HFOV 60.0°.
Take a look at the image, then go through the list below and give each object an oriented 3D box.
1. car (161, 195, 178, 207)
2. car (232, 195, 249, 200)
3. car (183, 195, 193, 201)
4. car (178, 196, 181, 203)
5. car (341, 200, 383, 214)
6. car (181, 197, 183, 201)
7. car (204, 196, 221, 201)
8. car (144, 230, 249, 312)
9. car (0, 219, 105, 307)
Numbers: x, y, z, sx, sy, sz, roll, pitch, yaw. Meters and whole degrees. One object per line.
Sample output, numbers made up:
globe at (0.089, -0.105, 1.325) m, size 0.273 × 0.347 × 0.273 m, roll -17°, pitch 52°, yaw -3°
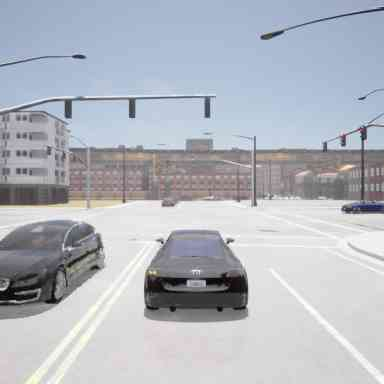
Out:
car at (-3.637, 1.526, 51.769) m, size 1.812 × 1.442 × 4.674 m, roll 0°, pitch 0°, yaw 0°
car at (13.317, 1.524, 90.699) m, size 4.902 × 1.511 × 2.128 m, roll 0°, pitch 0°, yaw -24°
car at (-1.190, 1.500, 81.232) m, size 1.837 × 1.490 × 4.892 m, roll 0°, pitch 0°, yaw 23°
car at (-3.634, 1.491, 60.909) m, size 2.128 × 1.511 × 4.902 m, roll 0°, pitch 0°, yaw 0°
car at (17.023, 1.434, 32.793) m, size 4.181 × 1.385 × 1.994 m, roll -1°, pitch 0°, yaw 1°
car at (-3.559, 1.500, 71.062) m, size 1.837 × 1.490 × 4.892 m, roll 0°, pitch 0°, yaw 0°
car at (5.281, 1.595, 84.765) m, size 1.895 × 1.301 × 4.718 m, roll 0°, pitch 0°, yaw 43°
car at (0.077, 1.564, 7.799) m, size 1.994 × 1.385 × 4.181 m, roll 0°, pitch 0°, yaw 0°
car at (-3.560, 1.505, 8.223) m, size 1.837 × 1.490 × 4.892 m, roll 0°, pitch 0°, yaw 1°
